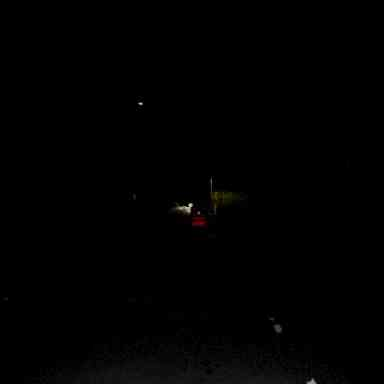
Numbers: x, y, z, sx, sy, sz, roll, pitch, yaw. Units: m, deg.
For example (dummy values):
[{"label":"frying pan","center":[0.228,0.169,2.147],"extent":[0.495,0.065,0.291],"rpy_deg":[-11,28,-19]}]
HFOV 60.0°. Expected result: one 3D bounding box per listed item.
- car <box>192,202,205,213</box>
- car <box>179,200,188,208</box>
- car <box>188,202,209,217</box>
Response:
[{"label":"car","center":[0.934,2.098,46.841],"extent":[1.812,1.442,4.674],"rpy_deg":[0,-1,1]},{"label":"car","center":[-1.553,2.380,66.589],"extent":[2.033,1.411,5.357],"rpy_deg":[0,-1,1]},{"label":"car","center":[0.753,1.937,36.794],"extent":[1.837,1.490,4.892],"rpy_deg":[0,-1,1]}]
